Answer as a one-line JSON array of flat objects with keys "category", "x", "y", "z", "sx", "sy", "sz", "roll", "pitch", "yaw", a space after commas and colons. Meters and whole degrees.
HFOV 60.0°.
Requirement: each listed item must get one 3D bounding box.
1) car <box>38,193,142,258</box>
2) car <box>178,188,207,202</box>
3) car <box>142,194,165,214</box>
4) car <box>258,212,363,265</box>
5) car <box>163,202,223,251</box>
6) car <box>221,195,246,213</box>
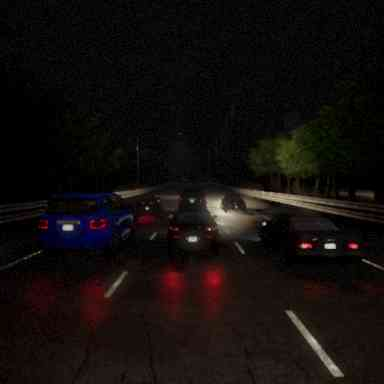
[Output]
[{"category": "car", "x": -3.461, "y": 1.033, "z": 12.033, "sx": 2.150, "sy": 2.045, "sz": 5.566, "roll": 0, "pitch": 1, "yaw": 1}, {"category": "car", "x": 0.044, "y": 0.689, "z": 27.016, "sx": 2.150, "sy": 2.045, "sz": 5.566, "roll": 0, "pitch": 2, "yaw": 1}, {"category": "car", "x": -3.446, "y": 0.943, "z": 28.122, "sx": 1.837, "sy": 1.490, "sz": 4.892, "roll": 0, "pitch": 2, "yaw": 0}, {"category": "car", "x": 3.531, "y": 1.378, "z": 10.950, "sx": 2.033, "sy": 1.411, "sz": 5.357, "roll": 0, "pitch": 1, "yaw": 1}, {"category": "car", "x": 0.048, "y": 1.319, "z": 12.925, "sx": 1.812, "sy": 1.442, "sz": 4.674, "roll": 0, "pitch": 1, "yaw": 1}, {"category": "car", "x": 3.556, "y": 0.944, "z": 28.803, "sx": 1.812, "sy": 1.442, "sz": 4.674, "roll": 0, "pitch": 2, "yaw": 0}]
